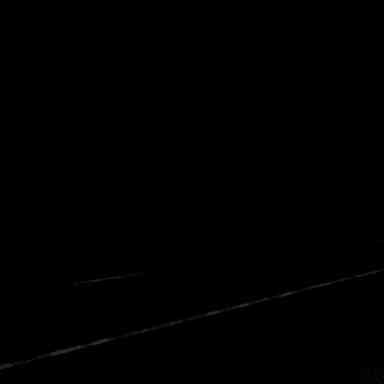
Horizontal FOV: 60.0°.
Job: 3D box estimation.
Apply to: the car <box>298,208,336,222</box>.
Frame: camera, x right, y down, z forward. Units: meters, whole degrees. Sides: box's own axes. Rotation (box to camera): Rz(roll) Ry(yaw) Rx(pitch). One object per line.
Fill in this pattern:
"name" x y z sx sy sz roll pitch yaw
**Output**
"car" 15.012 2.717 40.071 1.882 1.535 5.008 4 0 -25
